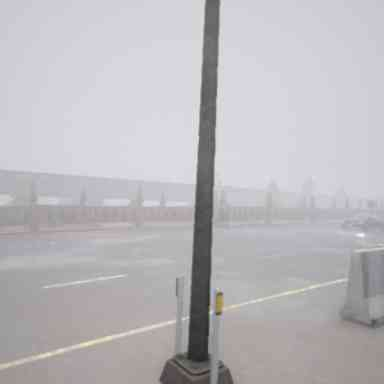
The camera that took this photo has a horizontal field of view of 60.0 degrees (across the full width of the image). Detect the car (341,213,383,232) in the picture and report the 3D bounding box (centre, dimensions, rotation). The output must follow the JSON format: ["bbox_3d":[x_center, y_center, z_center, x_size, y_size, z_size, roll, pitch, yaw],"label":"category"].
[{"bbox_3d":[13.976,2.391,26.853,4.674,1.442,1.812,3,-2,-35],"label":"car"}]
